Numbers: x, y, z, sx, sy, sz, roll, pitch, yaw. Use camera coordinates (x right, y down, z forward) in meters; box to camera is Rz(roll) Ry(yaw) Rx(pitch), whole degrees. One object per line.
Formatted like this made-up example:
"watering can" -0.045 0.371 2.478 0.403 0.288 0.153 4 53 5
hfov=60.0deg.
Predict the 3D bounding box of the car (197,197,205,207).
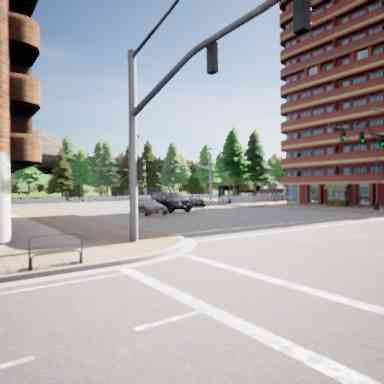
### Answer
"car" -0.233 1.263 42.447 1.994 1.385 4.181 -1 0 -35

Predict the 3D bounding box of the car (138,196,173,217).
"car" -3.890 1.344 29.265 1.812 1.442 4.674 -1 1 -35

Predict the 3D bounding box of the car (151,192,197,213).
"car" -2.223 0.991 32.990 2.150 2.045 5.566 -1 1 -35
